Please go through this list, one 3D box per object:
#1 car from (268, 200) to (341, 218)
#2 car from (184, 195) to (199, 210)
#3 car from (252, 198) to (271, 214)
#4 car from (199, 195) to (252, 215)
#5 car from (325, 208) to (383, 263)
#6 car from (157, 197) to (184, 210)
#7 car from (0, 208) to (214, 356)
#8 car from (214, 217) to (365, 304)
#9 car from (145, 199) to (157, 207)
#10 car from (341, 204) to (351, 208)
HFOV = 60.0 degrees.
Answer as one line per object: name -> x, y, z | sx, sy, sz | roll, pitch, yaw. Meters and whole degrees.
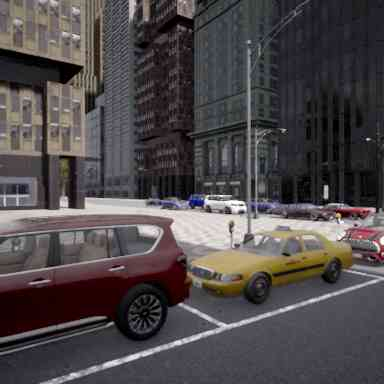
car -> 9.509, 1.658, 28.519 | 2.033, 1.411, 5.357 | 0, 0, -36
car -> 1.717, 1.379, 44.995 | 2.150, 2.045, 5.566 | 0, 0, -36
car -> 7.946, 1.477, 36.294 | 2.097, 1.767, 4.553 | 0, 0, -36
car -> 3.569, 1.364, 36.815 | 2.150, 2.045, 5.566 | 0, 0, -36
car -> 6.758, 1.462, 11.507 | 4.097, 1.590, 1.967 | 0, 0, -36
car -> -2.336, 1.524, 45.080 | 2.097, 1.767, 4.553 | 0, 0, -35
car -> -2.348, 1.317, 4.980 | 5.009, 1.841, 2.192 | 0, 0, -36
car -> 2.067, 1.537, 8.144 | 4.829, 1.417, 1.752 | 0, 0, -36
car -> -5.969, 1.796, 55.844 | 1.895, 1.301, 4.718 | 0, 0, -35
car -> 13.078, 1.699, 29.118 | 1.895, 1.301, 4.718 | 0, 0, -36
